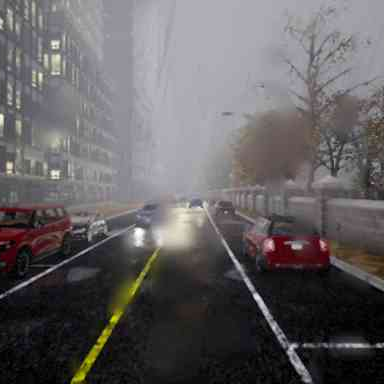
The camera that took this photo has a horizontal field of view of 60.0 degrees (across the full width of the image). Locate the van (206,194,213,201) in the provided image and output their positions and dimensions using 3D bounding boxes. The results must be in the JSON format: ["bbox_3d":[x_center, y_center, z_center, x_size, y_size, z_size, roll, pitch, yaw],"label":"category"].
[{"bbox_3d":[4.736,1.407,89.501,1.690,1.788,3.998,0,0,2],"label":"van"}]

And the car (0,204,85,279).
[{"bbox_3d":[-5.282,1.321,10.191,2.192,1.841,5.009,0,0,0],"label":"car"}]

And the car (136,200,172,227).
[{"bbox_3d":[-2.692,1.541,23.315,1.812,1.442,4.674,0,0,1],"label":"car"}]

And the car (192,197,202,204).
[{"bbox_3d":[1.083,1.649,65.206,1.895,1.301,4.718,0,0,2],"label":"car"}]

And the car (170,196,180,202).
[{"bbox_3d":[-3.924,1.606,77.697,2.008,1.369,4.403,0,0,2],"label":"car"}]

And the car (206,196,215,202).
[{"bbox_3d":[4.275,1.623,78.261,1.947,1.339,4.313,0,0,2],"label":"car"}]

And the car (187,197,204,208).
[{"bbox_3d":[0.612,1.559,47.224,1.812,1.442,4.674,0,0,2],"label":"car"}]

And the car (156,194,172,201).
[{"bbox_3d":[-4.680,1.349,49.586,2.192,1.841,5.009,0,0,1],"label":"car"}]

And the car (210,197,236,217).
[{"bbox_3d":[3.014,1.527,31.432,1.837,1.490,4.892,0,0,1],"label":"car"}]

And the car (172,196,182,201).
[{"bbox_3d":[-3.697,1.610,83.313,2.008,1.369,4.403,0,0,2],"label":"car"}]

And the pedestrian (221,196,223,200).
[{"bbox_3d":[3.064,1.317,34.370,0.375,1.860,0.375,0,0,1],"label":"pedestrian"}]

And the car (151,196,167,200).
[{"bbox_3d":[-4.811,1.574,43.961,1.887,1.381,4.507,0,0,1],"label":"car"}]

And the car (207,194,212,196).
[{"bbox_3d":[4.060,1.597,72.624,1.887,1.381,4.507,0,0,2],"label":"car"}]

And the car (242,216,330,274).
[{"bbox_3d":[2.745,1.447,10.571,1.967,1.590,4.097,0,0,1],"label":"car"}]

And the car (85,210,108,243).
[{"bbox_3d":[-5.243,1.561,15.827,2.008,1.369,4.403,0,0,0],"label":"car"}]

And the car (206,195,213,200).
[{"bbox_3d":[4.961,1.620,95.114,2.008,1.369,4.403,0,0,2],"label":"car"}]

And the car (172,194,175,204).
[{"bbox_3d":[-4.332,1.362,66.459,2.192,1.841,5.009,0,0,2],"label":"car"}]

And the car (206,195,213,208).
[{"bbox_3d":[3.360,1.580,50.072,1.887,1.381,4.507,0,0,2],"label":"car"}]

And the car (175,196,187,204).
[{"bbox_3d":[-1.662,1.546,65.452,1.837,1.490,4.892,0,0,2],"label":"car"}]
